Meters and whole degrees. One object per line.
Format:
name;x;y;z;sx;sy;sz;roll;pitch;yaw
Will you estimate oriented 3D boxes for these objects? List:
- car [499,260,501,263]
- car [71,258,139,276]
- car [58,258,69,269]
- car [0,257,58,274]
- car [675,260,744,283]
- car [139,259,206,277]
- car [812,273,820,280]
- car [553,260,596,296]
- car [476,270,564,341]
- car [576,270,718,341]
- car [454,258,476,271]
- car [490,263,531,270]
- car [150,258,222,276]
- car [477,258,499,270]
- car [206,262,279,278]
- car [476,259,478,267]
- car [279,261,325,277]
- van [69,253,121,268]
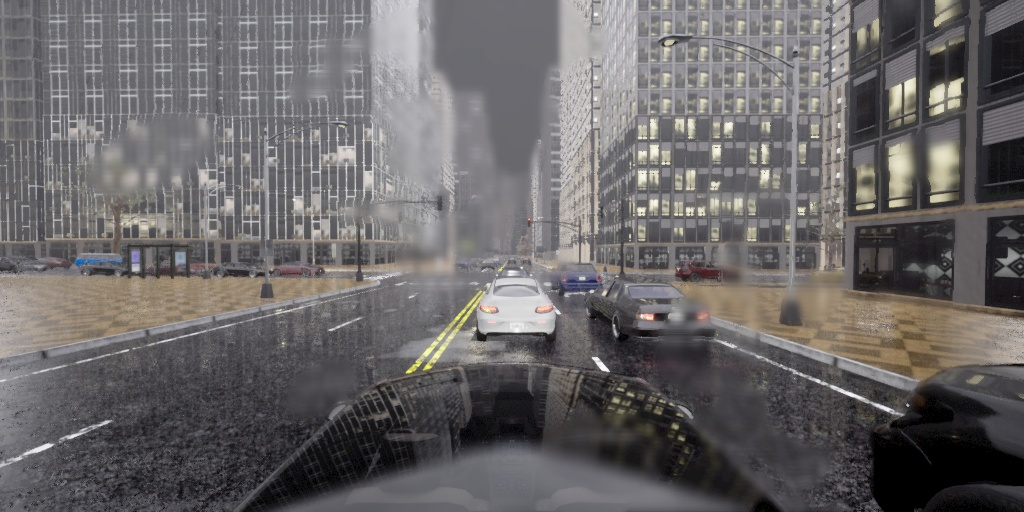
car;-3.317;1.303;61.030;1.895;1.301;4.718;0;0;0
car;-34.091;1.069;30.609;4.313;1.339;1.948;0;0;1
car;-50.963;0.793;39.388;4.207;1.307;1.802;0;0;1
car;-46.485;0.839;33.528;4.902;1.511;2.128;0;1;2
car;16.198;1.269;29.767;5.009;1.841;2.192;0;0;1
car;-28.411;1.138;30.435;4.207;1.307;1.802;0;0;1
car;27.647;1.579;29.569;4.829;1.417;1.751;0;0;1
car;3.353;1.093;19.215;2.097;1.767;4.553;0;0;0
car;0.100;1.272;9.688;1.812;1.442;4.674;0;0;0
car;3.353;1.293;9.829;2.033;1.411;5.357;0;0;0
car;-6.616;1.068;49.285;2.097;1.767;4.553;0;0;1
car;0.102;1.288;18.933;2.033;1.411;5.357;0;0;0
car;-30.079;0.975;33.160;5.008;1.535;1.882;0;1;1
car;-3.334;1.262;51.269;2.033;1.411;5.357;0;0;0
car;-22.727;1.174;30.301;4.313;1.339;1.948;0;0;1
car;-6.567;1.208;61.213;1.837;1.490;4.892;0;0;0
car;-19.560;1.156;32.944;4.181;1.385;1.994;1;1;1
van;-45.281;0.605;39.271;3.998;1.789;1.690;0;0;1
